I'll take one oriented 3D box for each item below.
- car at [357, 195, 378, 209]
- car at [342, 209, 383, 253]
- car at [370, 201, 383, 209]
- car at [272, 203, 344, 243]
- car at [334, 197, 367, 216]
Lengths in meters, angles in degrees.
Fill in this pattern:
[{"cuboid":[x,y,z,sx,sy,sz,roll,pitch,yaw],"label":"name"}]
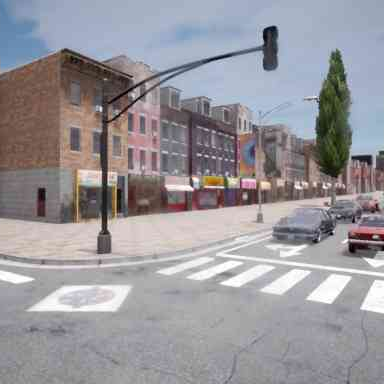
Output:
[{"cuboid":[16.948,1.070,32.599,2.097,1.767,4.553,0,1,35],"label":"car"},{"cuboid":[7.330,1.546,12.814,1.895,1.301,4.718,0,0,34],"label":"car"},{"cuboid":[12.293,1.432,20.087,1.994,1.385,4.181,0,1,34],"label":"car"},{"cuboid":[5.619,1.481,16.068,2.033,1.411,5.357,0,0,34],"label":"car"},{"cuboid":[11.159,1.343,24.179,1.837,1.490,4.892,0,1,34],"label":"car"}]
